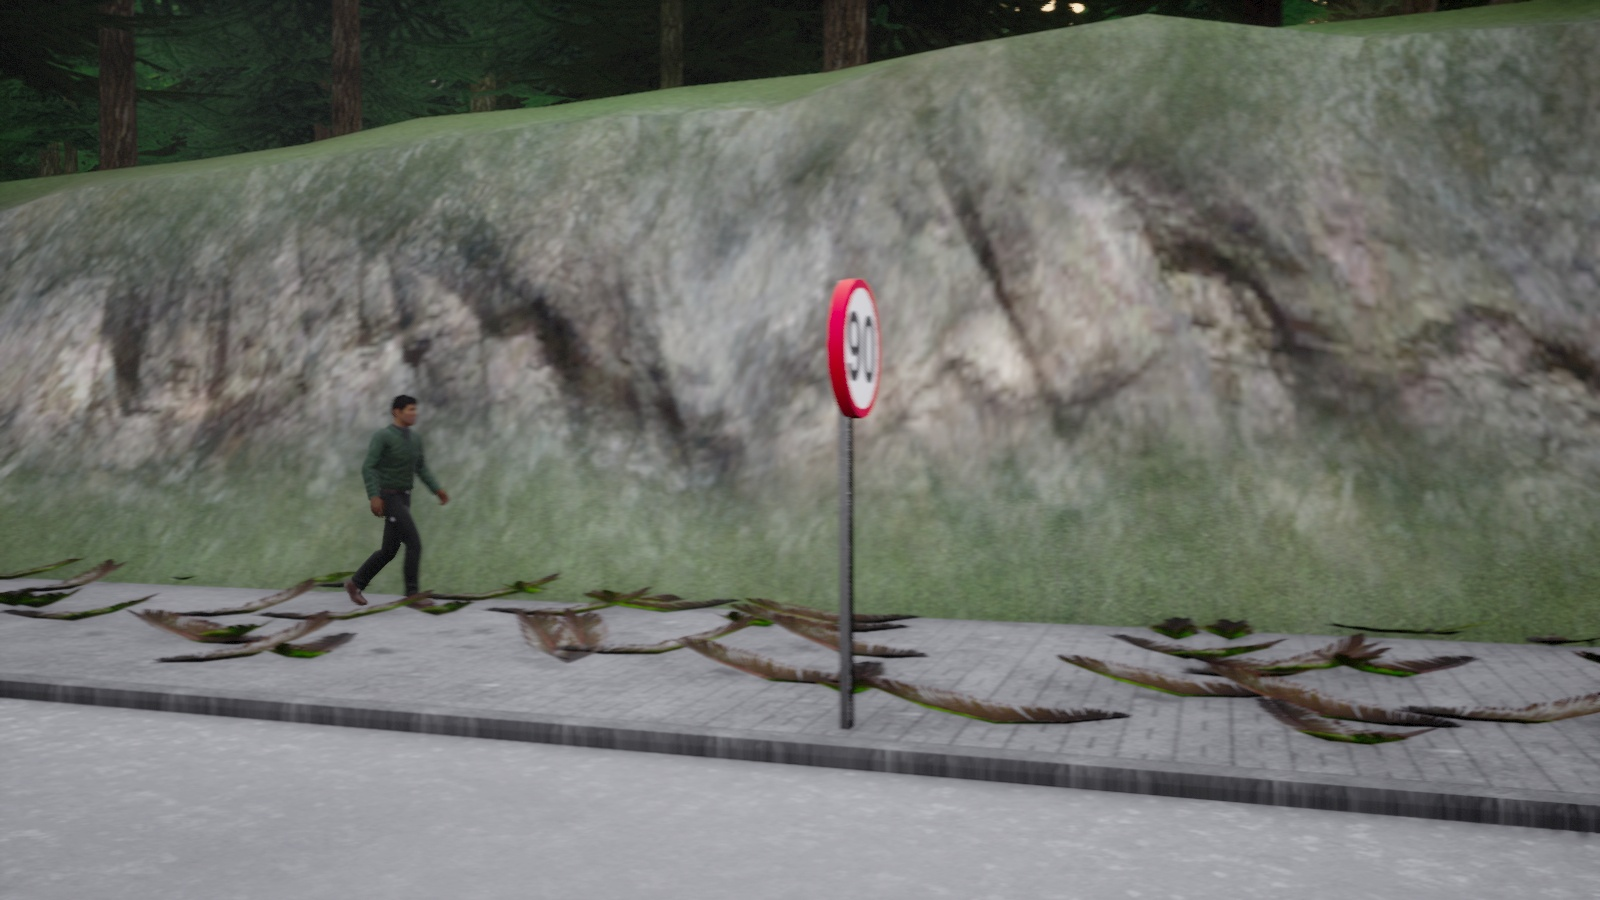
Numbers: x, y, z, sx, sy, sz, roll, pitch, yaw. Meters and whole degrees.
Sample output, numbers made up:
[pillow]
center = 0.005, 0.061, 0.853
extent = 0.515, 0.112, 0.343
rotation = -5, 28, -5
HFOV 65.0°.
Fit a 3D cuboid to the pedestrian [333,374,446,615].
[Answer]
[pedestrian]
center = -3.417, 0.357, 10.464
extent = 0.788, 1.949, 0.423
rotation = 0, 1, 19
